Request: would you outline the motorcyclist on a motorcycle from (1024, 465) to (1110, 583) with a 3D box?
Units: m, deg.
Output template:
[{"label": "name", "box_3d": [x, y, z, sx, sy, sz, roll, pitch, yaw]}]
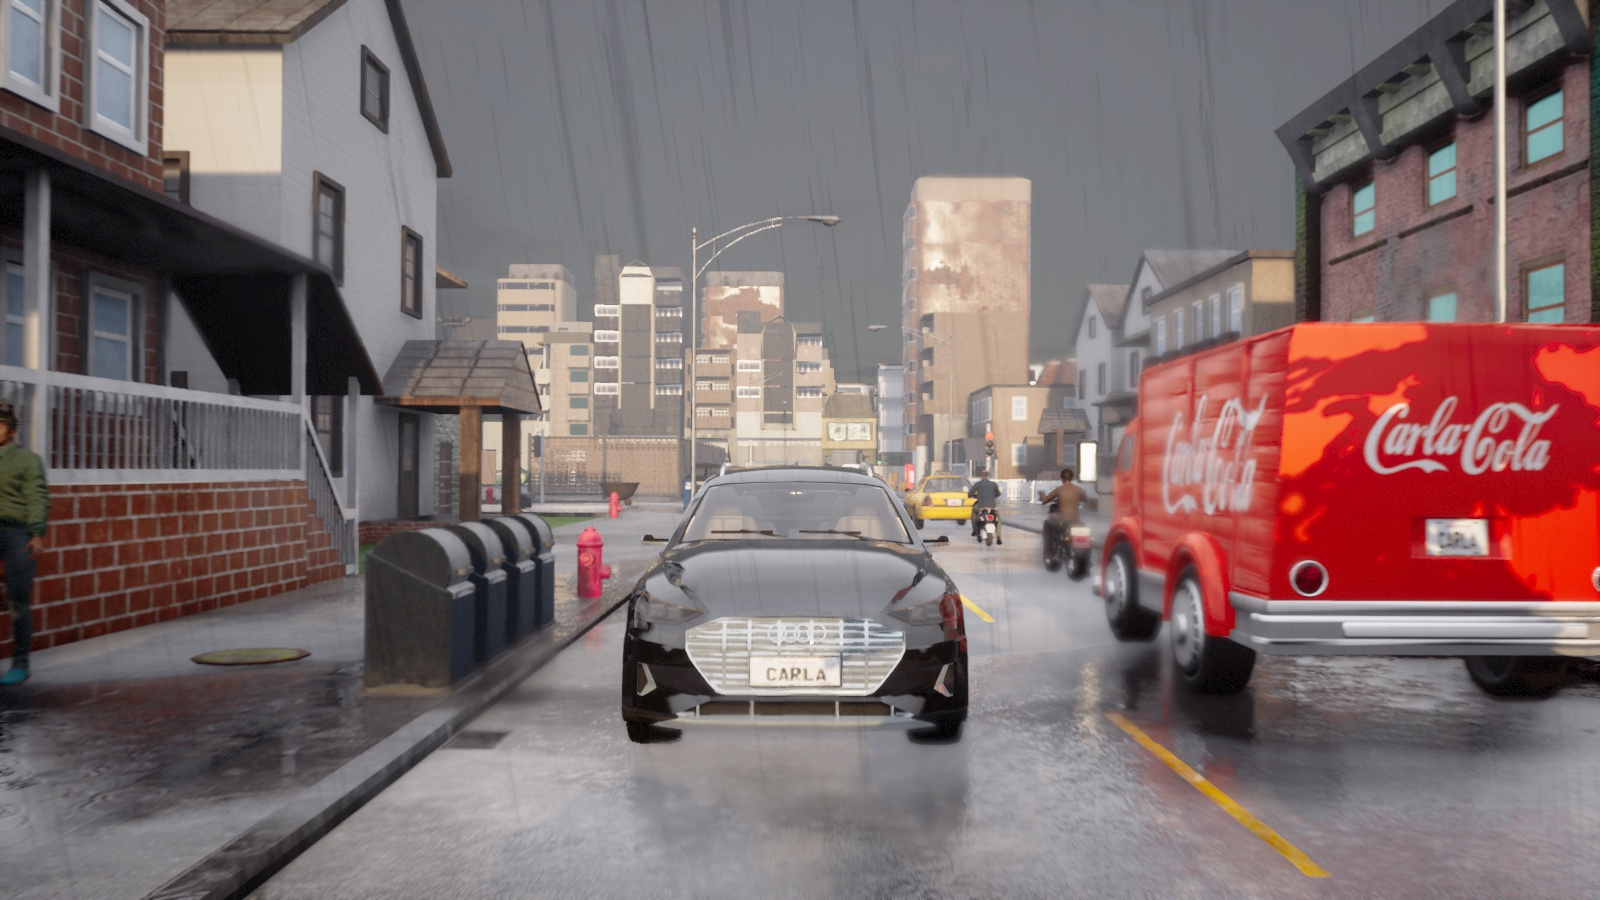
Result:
[{"label": "motorcyclist on a motorcycle", "box_3d": [3.955, 1.056, 18.795, 0.766, 1.649, 2.350, 0, -1, 0]}]

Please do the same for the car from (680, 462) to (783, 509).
[{"label": "car", "box_3d": [-2.869, 1.486, 52.793, 3.866, 1.878, 1.905, -1, -1, 21]}]

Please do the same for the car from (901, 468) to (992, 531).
[{"label": "car", "box_3d": [3.928, 1.303, 34.567, 1.801, 1.575, 5.366, 0, -1, -1]}]

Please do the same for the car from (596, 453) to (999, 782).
[{"label": "car", "box_3d": [-0.022, 0.888, 8.777, 2.033, 1.649, 4.856, 0, -1, 0]}]

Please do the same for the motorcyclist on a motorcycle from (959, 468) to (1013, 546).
[{"label": "motorcyclist on a motorcycle", "box_3d": [3.938, 1.190, 26.767, 0.866, 1.590, 1.817, 0, -1, 0]}]

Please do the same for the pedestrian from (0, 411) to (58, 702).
[{"label": "pedestrian", "box_3d": [-5.241, 0.680, 8.252, 0.353, 1.847, 0.614, 0, -1, 1]}]

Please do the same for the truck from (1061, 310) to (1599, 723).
[{"label": "truck", "box_3d": [3.974, 0.467, 10.126, 2.627, 2.467, 5.204, 0, -2, 0]}]
